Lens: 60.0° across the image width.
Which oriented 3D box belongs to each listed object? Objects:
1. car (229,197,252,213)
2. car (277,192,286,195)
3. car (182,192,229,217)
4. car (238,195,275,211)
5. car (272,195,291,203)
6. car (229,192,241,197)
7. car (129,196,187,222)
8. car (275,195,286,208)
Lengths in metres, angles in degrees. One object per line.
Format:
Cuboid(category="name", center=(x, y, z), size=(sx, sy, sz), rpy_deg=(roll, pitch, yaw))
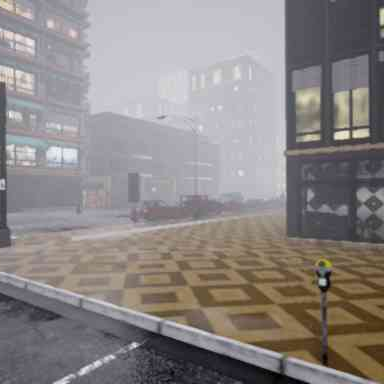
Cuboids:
Cuboid(category="car", center=(4.044, 1.410, 33.381), size=(1.802, 1.307, 4.206), rpy_deg=(0, 0, 36))
Cuboid(category="car", center=(14.000, 1.109, 46.887), size=(2.192, 1.841, 5.009), rpy_deg=(0, 0, 36))
Cuboid(category="car", center=(0.723, 1.154, 28.880), size=(2.192, 1.841, 5.009), rpy_deg=(0, 0, 36))
Cuboid(category="car", center=(7.363, 1.361, 37.883), size=(1.887, 1.381, 4.507), rpy_deg=(0, 0, 36))
Cuboid(category="car", center=(17.515, 1.351, 64.931), size=(1.752, 1.417, 4.829), rpy_deg=(0, 0, 36))
Cuboid(category="car", center=(4.650, 1.078, 43.308), size=(2.150, 2.045, 5.566), rpy_deg=(-1, 0, 37))
Cuboid(category="car", center=(-2.595, 1.291, 24.378), size=(1.967, 1.590, 4.097), rpy_deg=(0, 0, 36))
Cuboid(category="car", center=(10.682, 1.356, 42.384), size=(2.008, 1.369, 4.403), rpy_deg=(0, 0, 36))
